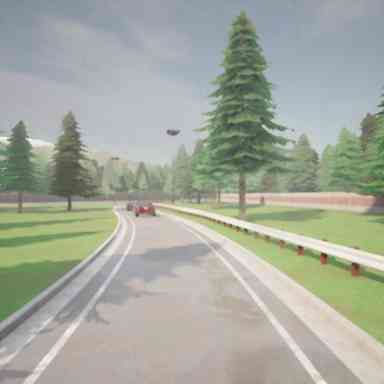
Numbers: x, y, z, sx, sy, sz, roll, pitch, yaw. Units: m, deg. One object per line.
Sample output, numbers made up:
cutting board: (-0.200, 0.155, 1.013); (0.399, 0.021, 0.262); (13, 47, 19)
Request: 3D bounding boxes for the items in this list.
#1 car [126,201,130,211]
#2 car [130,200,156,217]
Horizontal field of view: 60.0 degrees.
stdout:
car: (-8.443, 1.964, 47.943); (2.128, 1.511, 4.902); (0, 0, -15)
car: (-5.256, 1.707, 36.298); (2.097, 1.767, 4.553); (0, -1, -14)
